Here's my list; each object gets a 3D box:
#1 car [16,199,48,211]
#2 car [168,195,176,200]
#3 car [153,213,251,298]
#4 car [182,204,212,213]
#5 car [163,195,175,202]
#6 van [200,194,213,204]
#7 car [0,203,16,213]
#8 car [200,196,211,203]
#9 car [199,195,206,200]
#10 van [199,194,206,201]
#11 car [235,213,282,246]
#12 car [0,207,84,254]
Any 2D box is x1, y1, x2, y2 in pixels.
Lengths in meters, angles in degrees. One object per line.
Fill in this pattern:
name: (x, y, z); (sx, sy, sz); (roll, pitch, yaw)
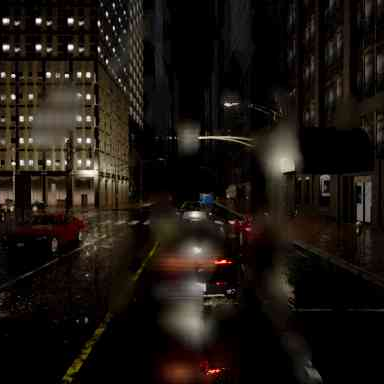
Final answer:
car: (-18.469, 1.499, 37.246); (4.403, 1.369, 2.008); (0, 0, 1)
car: (-5.563, 1.534, 92.657); (1.947, 1.339, 4.313); (0, 0, 0)
car: (0.111, 1.504, 8.518); (1.837, 1.490, 4.892); (0, 0, 0)
car: (0.125, 1.562, 17.394); (1.994, 1.385, 4.181); (0, 0, 0)
car: (-5.587, 1.524, 75.566); (1.887, 1.381, 4.507); (0, 0, 0)
van: (2.768, 1.329, 58.464); (1.690, 1.788, 3.998); (0, 0, 0)
car: (-18.568, 1.308, 28.864); (5.009, 1.841, 2.192); (0, 0, 1)
car: (2.785, 1.534, 69.857); (2.008, 1.369, 4.403); (0, 0, 0)
car: (2.818, 1.550, 92.644); (1.802, 1.307, 4.206); (0, 0, 0)
van: (2.809, 1.313, 86.947); (1.690, 1.788, 3.998); (0, 0, 0)
car: (2.835, 1.580, 14.871); (1.802, 1.307, 4.206); (0, 0, 0)
car: (-5.806, 1.543, 13.507); (1.887, 1.381, 4.507); (0, 0, 0)
